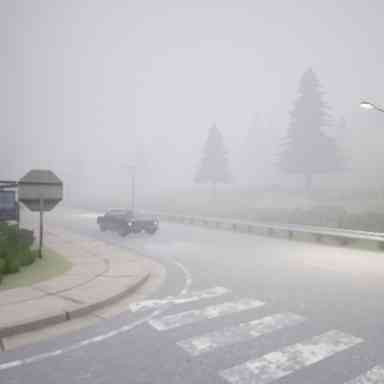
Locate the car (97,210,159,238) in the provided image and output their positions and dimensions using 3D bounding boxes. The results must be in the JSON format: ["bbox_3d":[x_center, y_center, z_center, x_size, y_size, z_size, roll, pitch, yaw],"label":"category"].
[{"bbox_3d":[-3.677,1.677,18.609,1.895,1.301,4.718,1,0,-34],"label":"car"}]

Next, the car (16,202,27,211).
[{"bbox_3d":[-22.470,1.528,39.930,5.008,1.535,1.882,1,-1,-17],"label":"car"}]
